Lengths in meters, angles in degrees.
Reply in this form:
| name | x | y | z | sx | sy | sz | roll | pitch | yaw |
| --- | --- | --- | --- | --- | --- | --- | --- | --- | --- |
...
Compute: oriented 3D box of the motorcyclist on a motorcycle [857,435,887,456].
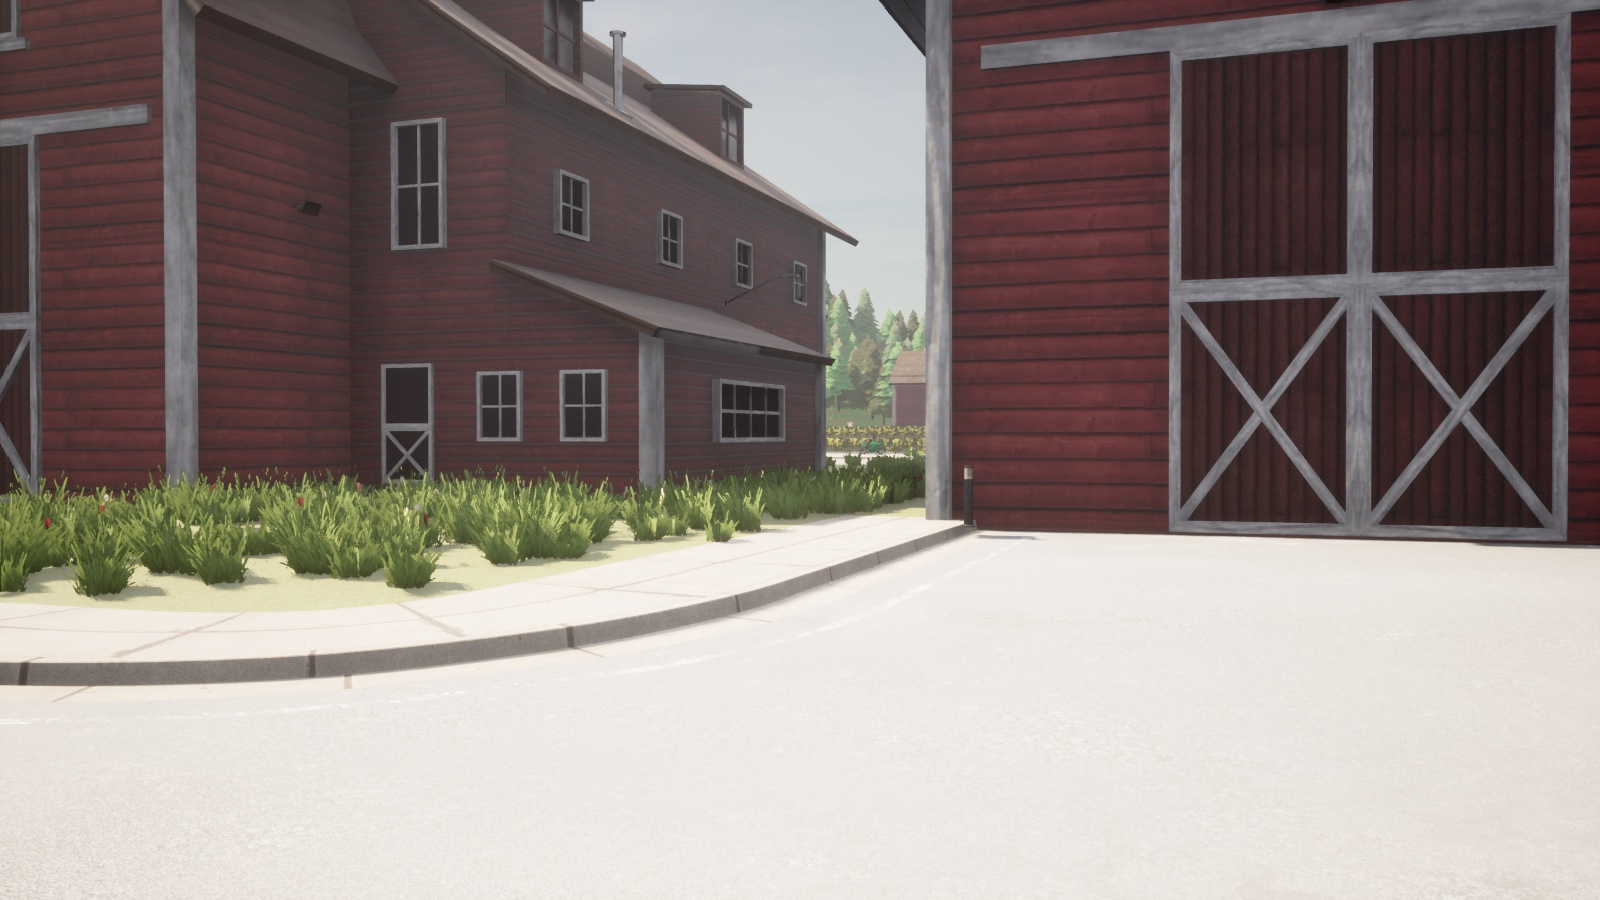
| name | x | y | z | sx | sy | sz | roll | pitch | yaw |
| --- | --- | --- | --- | --- | --- | --- | --- | --- | --- |
| motorcyclist on a motorcycle | 5.277 | -0.348 | 91.460 | 2.044 | 1.523 | 0.797 | 0 | 1 | 19 |
